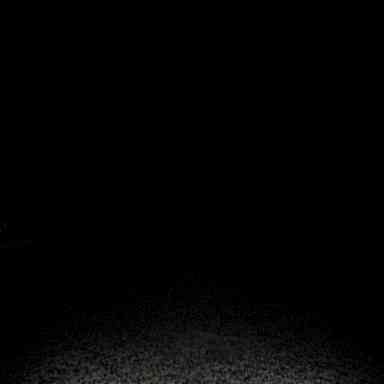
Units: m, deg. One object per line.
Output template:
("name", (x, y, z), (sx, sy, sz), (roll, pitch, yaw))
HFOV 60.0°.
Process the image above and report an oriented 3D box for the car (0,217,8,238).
("car", (-10.689, 1.500, 15.307), (4.674, 1.442, 1.812), (0, 0, 18))
